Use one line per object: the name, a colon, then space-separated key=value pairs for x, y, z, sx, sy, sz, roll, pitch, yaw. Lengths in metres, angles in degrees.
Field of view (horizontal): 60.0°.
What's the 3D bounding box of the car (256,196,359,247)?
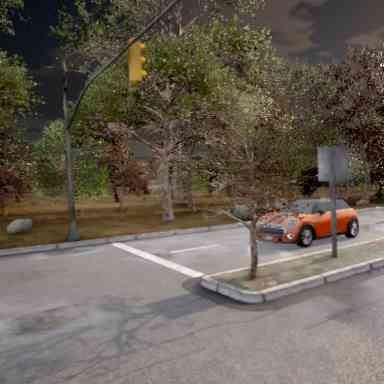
car: x=4.647 y=1.024 z=13.386 sx=4.553 sy=1.767 sz=2.097 roll=-2 pitch=2 yaw=-34
